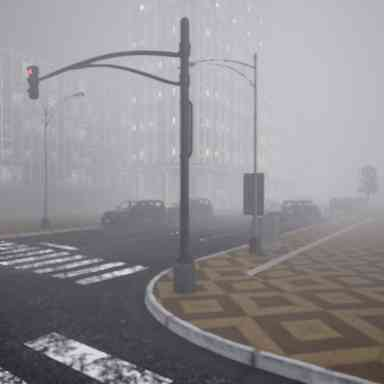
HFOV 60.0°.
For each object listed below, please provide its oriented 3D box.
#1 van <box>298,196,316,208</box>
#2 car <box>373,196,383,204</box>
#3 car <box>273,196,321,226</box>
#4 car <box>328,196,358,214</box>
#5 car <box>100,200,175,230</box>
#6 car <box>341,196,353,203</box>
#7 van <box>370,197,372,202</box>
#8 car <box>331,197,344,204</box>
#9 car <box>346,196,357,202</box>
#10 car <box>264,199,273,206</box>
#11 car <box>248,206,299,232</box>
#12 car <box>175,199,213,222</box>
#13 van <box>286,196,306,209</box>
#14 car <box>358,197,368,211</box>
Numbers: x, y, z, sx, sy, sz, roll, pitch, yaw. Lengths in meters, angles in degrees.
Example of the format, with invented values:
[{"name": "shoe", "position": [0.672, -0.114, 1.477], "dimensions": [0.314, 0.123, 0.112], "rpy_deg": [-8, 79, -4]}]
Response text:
[{"name": "van", "position": [18.793, 1.557, 54.199], "dimensions": [1.690, 1.788, 3.998], "rpy_deg": [0, 0, 35]}, {"name": "car", "position": [41.268, 1.716, 72.264], "dimensions": [1.967, 1.590, 4.097], "rpy_deg": [0, 0, 35]}, {"name": "car", "position": [8.437, 1.511, 25.755], "dimensions": [2.192, 1.841, 5.009], "rpy_deg": [0, 0, 35]}, {"name": "car", "position": [17.024, 1.534, 37.993], "dimensions": [2.192, 1.841, 5.009], "rpy_deg": [0, 0, 35]}, {"name": "car", "position": [-3.779, 1.472, 22.602], "dimensions": [2.192, 1.841, 5.009], "rpy_deg": [0, 0, 35]}, {"name": "car", "position": [37.952, 1.784, 81.209], "dimensions": [1.752, 1.417, 4.829], "rpy_deg": [0, 0, 35]}, {"name": "van", "position": [25.221, 1.580, 49.640], "dimensions": [1.690, 1.788, 3.998], "rpy_deg": [0, 0, 35]}, {"name": "car", "position": [31.631, 1.827, 72.299], "dimensions": [1.802, 1.307, 4.206], "rpy_deg": [0, 0, 35]}, {"name": "car", "position": [41.260, 1.831, 85.872], "dimensions": [1.947, 1.339, 4.313], "rpy_deg": [0, 0, 35]}, {"name": "car", "position": [9.407, 1.632, 41.079], "dimensions": [1.967, 1.590, 4.097], "rpy_deg": [0, 0, 35]}, {"name": "car", "position": [4.942, 1.769, 20.829], "dimensions": [1.802, 1.307, 4.206], "rpy_deg": [0, 0, 35]}, {"name": "car", "position": [-0.116, 1.482, 27.766], "dimensions": [2.192, 1.841, 5.009], "rpy_deg": [0, 0, 35]}, {"name": "van", "position": [15.584, 1.549, 49.675], "dimensions": [1.690, 1.788, 3.998], "rpy_deg": [0, 0, 35]}, {"name": "car", "position": [22.011, 1.546, 45.116], "dimensions": [2.192, 1.841, 5.009], "rpy_deg": [0, 0, 35]}]
